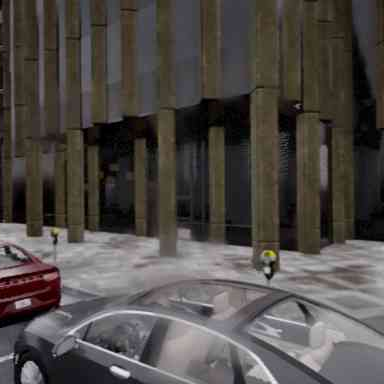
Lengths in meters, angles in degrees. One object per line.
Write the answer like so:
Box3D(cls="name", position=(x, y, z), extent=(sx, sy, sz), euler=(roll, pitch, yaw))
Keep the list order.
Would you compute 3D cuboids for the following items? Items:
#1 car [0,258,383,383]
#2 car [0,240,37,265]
Box3D(cls="car", position=(-0.044, 1.550, 3.151), extent=(4.403, 1.369, 2.008), euler=(-1, 0, 38))
Box3D(cls="car", position=(-4.353, 1.598, 6.468), extent=(4.507, 1.381, 1.887), euler=(-1, 0, 38))
